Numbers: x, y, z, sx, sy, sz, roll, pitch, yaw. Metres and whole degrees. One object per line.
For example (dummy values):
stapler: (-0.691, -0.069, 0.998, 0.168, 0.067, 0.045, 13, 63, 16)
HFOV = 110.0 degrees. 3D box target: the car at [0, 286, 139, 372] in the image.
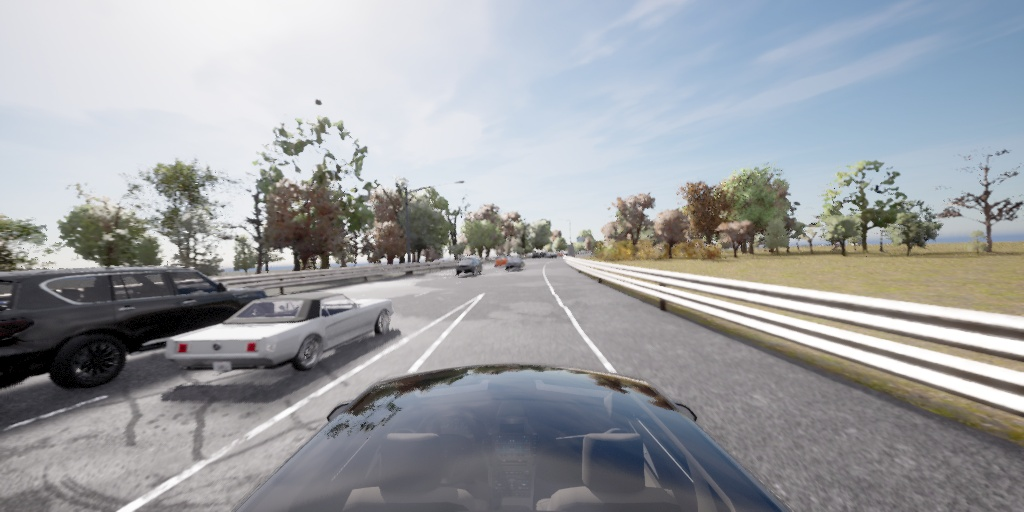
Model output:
car: (-11.502, 1.653, 7.461, 1.882, 1.535, 5.008, -2, 0, 6)

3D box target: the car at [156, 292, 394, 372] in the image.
car: (-4.433, 1.465, 7.981, 1.895, 1.301, 4.718, -2, 0, 6)

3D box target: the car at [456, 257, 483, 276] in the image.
car: (-4.310, 1.169, 36.431, 1.837, 1.490, 4.892, -3, 0, 8)

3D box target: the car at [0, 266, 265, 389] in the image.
car: (-7.981, 1.242, 7.742, 2.150, 2.045, 5.566, -2, 0, 6)

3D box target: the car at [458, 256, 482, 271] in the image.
car: (-5.752, 0.988, 50.056, 2.097, 1.767, 4.553, -2, 0, 9)

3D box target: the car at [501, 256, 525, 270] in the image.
car: (0.422, 0.950, 44.372, 2.033, 1.411, 5.357, -2, 0, 9)

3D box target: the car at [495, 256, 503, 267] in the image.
car: (-1.214, 0.749, 55.993, 2.097, 1.767, 4.553, -2, 0, 10)
